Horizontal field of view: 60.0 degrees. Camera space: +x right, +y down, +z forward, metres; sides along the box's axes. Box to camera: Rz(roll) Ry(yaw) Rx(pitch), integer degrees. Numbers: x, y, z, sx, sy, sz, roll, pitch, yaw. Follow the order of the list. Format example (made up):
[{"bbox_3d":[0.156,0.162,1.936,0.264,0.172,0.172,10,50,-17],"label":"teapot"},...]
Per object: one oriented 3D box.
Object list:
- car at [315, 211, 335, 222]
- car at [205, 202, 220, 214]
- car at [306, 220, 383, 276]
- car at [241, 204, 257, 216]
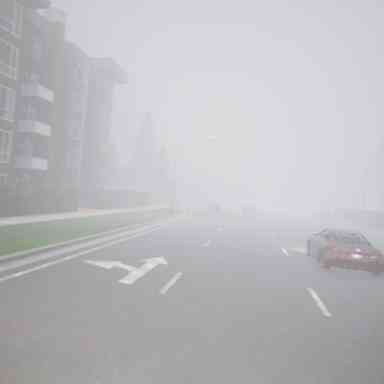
[{"bbox_3d":[18.617,3.369,46.749,1.994,1.385,4.181,5,0,10],"label":"car"},{"bbox_3d":[2.735,2.016,44.070,2.033,1.411,5.357,5,0,0],"label":"car"},{"bbox_3d":[5.735,2.111,12.865,1.994,1.385,4.181,5,0,10],"label":"car"},{"bbox_3d":[7.901,2.402,46.136,2.128,1.511,4.902,5,0,10],"label":"car"}]
